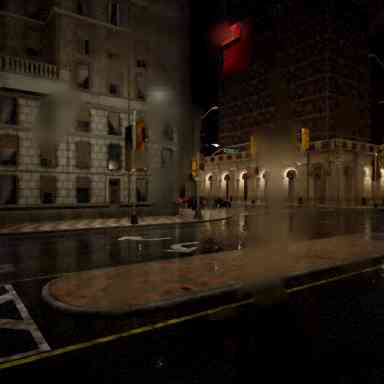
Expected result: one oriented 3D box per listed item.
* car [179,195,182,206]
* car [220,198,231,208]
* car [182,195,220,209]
[{"bbox_3d":[-2.256,1.352,55.888,2.097,1.767,4.553,0,0,-35],"label":"car"},{"bbox_3d":[3.490,1.478,47.792,1.882,1.535,5.008,0,0,-36],"label":"car"},{"bbox_3d":[1.196,1.352,44.987,2.097,1.767,4.553,0,0,-35],"label":"car"}]
